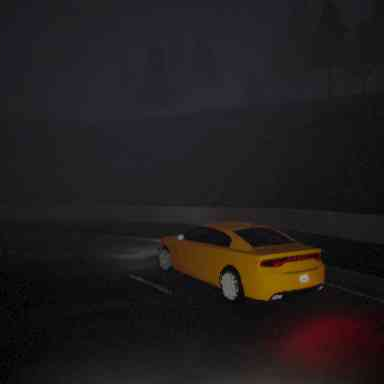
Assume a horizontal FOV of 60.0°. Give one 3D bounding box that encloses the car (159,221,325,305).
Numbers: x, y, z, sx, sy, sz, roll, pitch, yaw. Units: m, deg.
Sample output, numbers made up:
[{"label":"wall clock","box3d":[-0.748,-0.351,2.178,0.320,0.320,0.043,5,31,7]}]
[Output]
[{"label":"car","box3d":[0.848,1.472,8.341,1.882,1.535,5.008,0,0,-30]}]
